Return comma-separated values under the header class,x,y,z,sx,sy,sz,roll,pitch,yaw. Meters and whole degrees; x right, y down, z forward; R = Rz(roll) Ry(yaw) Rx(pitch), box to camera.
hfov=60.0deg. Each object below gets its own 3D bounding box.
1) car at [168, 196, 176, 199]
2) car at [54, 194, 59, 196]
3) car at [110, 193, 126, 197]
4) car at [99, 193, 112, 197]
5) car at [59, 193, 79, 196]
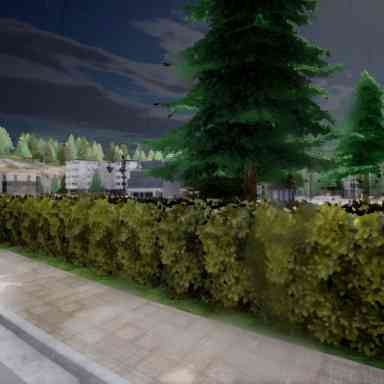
class,x,y,z,sx,sy,sz,roll,pitch,yaw
car,-3.296,1.373,56.098,1.845,1.501,3.633,0,0,43
car,-33.228,1.232,83.685,1.970,1.475,3.806,0,0,43
car,-10.566,1.384,52.768,1.970,1.475,3.806,0,0,43
car,-16.680,1.097,68.992,1.932,1.855,4.605,0,0,43
car,-28.351,1.153,79.501,2.152,1.636,5.027,0,0,43
